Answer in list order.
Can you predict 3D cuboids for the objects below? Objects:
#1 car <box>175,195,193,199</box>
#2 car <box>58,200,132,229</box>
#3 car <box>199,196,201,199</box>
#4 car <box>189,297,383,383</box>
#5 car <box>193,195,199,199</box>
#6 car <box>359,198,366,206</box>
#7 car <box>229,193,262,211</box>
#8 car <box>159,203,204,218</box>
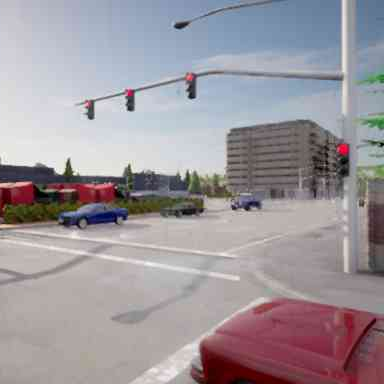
[{"bbox_3d":[-2.760,1.446,65.916,4.605,1.855,1.932,-1,0,35],"label":"car"},{"bbox_3d":[-6.639,1.556,22.656,1.882,1.535,5.008,-1,0,35],"label":"car"},{"bbox_3d":[0.438,1.688,70.488,3.806,1.475,1.970,-1,0,35],"label":"car"},{"bbox_3d":[2.278,1.597,2.508,4.718,1.301,1.895,-1,0,39],"label":"car"},{"bbox_3d":[-1.243,1.657,68.130,3.905,1.438,1.784,-1,0,35],"label":"car"},{"bbox_3d":[28.484,1.604,54.063,1.895,1.301,4.718,-1,0,35],"label":"car"},{"bbox_3d":[6.928,1.302,41.960,2.150,2.045,5.566,-1,0,36],"label":"car"},{"bbox_3d":[-0.916,1.679,30.796,1.895,1.301,4.718,-1,0,35],"label":"car"}]
